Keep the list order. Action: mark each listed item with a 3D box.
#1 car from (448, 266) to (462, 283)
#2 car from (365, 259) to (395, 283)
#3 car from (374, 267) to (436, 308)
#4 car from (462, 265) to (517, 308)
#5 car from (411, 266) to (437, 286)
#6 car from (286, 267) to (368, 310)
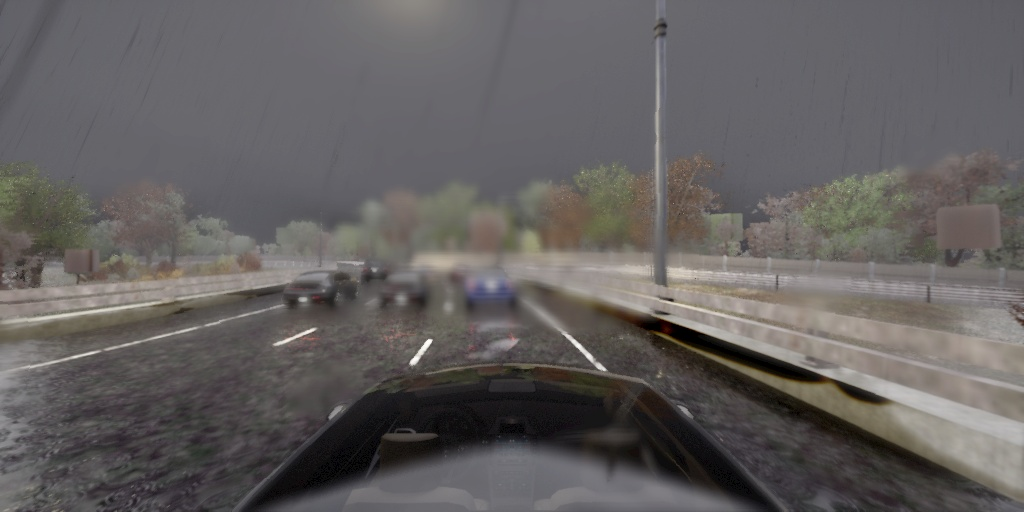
[{"bbox_3d":[-4.626,1.613,32.864,1.812,1.442,4.674,0,0,-17],"label":"car"},{"bbox_3d":[-10.994,1.286,29.754,2.150,2.045,5.566,0,0,-16],"label":"car"},{"bbox_3d":[-4.594,1.417,16.189,1.837,1.490,4.892,0,0,-8],"label":"car"},{"bbox_3d":[-1.112,1.261,16.541,2.097,1.767,4.553,0,-1,-8],"label":"car"},{"bbox_3d":[-7.607,1.615,30.633,2.033,1.411,5.357,0,-1,-16],"label":"car"},{"bbox_3d":[-8.067,1.416,15.763,1.837,1.490,4.892,0,0,-8],"label":"car"}]
